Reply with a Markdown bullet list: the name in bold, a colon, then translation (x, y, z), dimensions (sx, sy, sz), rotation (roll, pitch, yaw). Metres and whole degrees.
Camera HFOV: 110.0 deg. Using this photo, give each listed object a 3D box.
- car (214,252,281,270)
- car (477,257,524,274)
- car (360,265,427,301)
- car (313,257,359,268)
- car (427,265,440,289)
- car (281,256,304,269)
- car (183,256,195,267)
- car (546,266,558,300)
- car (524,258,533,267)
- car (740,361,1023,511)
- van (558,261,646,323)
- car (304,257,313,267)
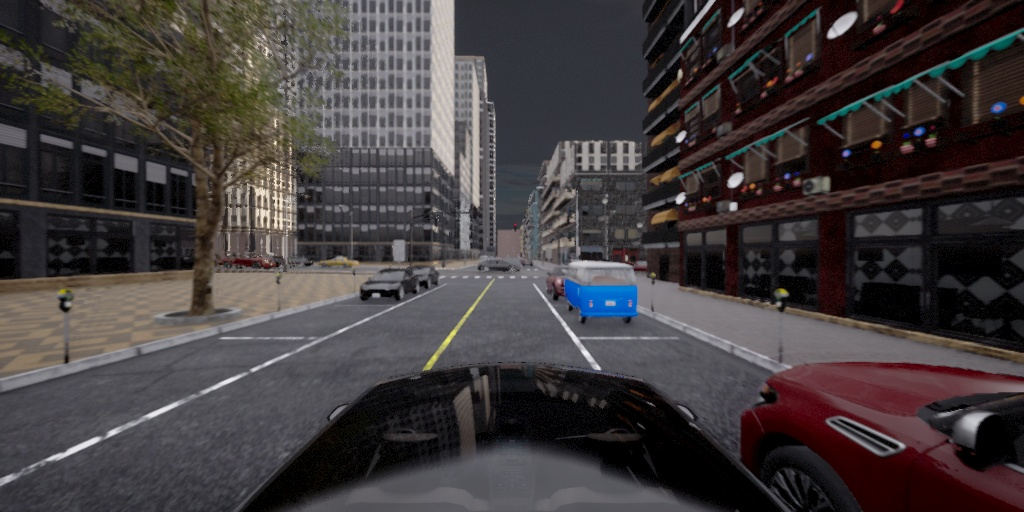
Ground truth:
- **car**: translation (-27.378, 0.490, 37.010), dimensions (5.009, 1.841, 2.192), rotation (0, 0, -1)
- **car**: translation (-1.401, 1.184, 39.985), dimensions (4.892, 1.490, 1.837), rotation (1, 0, -1)
- **car**: translation (-5.686, 1.270, 17.192), dimensions (1.948, 1.339, 4.313), rotation (0, 0, 0)
- **car**: translation (-22.034, 0.755, 45.539), dimensions (4.829, 1.417, 1.751), rotation (0, 0, -1)
- **car**: translation (-5.685, 1.255, 22.438), dimensions (1.948, 1.339, 4.313), rotation (0, 0, 0)
- **car**: translation (-26.437, 0.662, 39.707), dimensions (5.008, 1.535, 1.882), rotation (1, 0, -1)
- **car**: translation (-32.997, 0.637, 36.948), dimensions (4.313, 1.339, 1.948), rotation (0, 0, -1)
- **car**: translation (2.694, 1.144, 17.191), dimensions (1.967, 1.591, 4.097), rotation (0, 0, 0)
- **car**: translation (2.705, 1.146, 62.081), dimensions (1.948, 1.339, 4.313), rotation (0, 0, 0)
- **car**: translation (2.690, 1.068, 0.538), dimensions (2.192, 1.841, 5.009), rotation (0, 0, 0)
- **van**: translation (2.693, 1.061, 11.641), dimensions (1.690, 1.789, 3.998), rotation (0, 0, 0)
- **car**: translation (-27.479, 0.692, 45.391), dimensions (4.313, 1.339, 1.948), rotation (0, 0, -1)
